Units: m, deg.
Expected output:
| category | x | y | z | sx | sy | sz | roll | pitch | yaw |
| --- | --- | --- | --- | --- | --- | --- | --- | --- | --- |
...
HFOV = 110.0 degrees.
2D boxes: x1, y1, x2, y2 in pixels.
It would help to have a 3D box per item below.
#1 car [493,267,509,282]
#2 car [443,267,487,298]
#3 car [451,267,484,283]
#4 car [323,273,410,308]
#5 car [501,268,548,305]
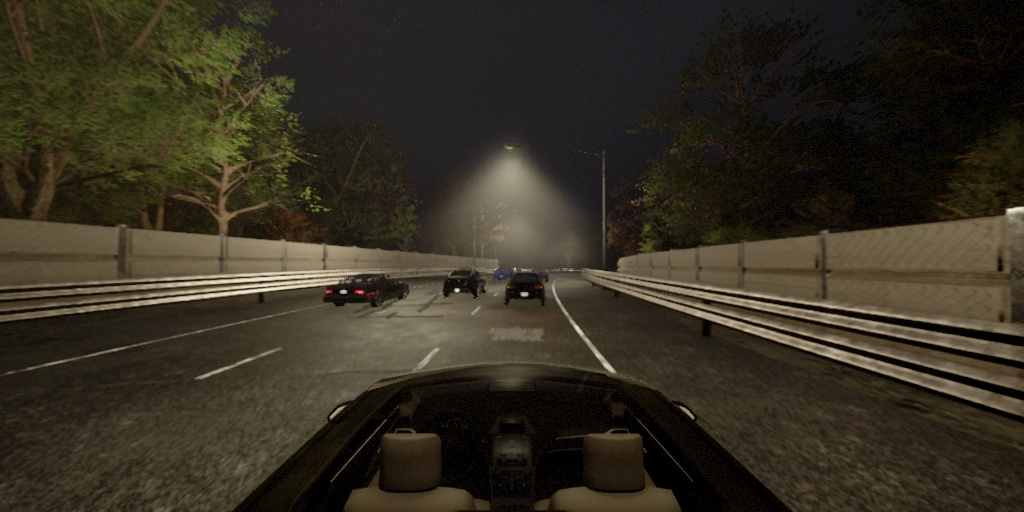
| category | x | y | z | sx | sy | sz | roll | pitch | yaw |
| --- | --- | --- | --- | --- | --- | --- | --- | --- | --- |
| car | -0.699 | 1.913 | 37.631 | 1.882 | 1.535 | 5.008 | 0 | -2 | 8 |
| car | -2.613 | 1.532 | 20.591 | 1.837 | 1.490 | 4.892 | 0 | -1 | 4 |
| car | -4.413 | 1.873 | 36.400 | 2.128 | 1.511 | 4.902 | 0 | -2 | 8 |
| car | -6.422 | 1.488 | 16.472 | 2.033 | 1.411 | 5.357 | 0 | -1 | 3 |
| car | 0.679 | 1.508 | 17.591 | 1.812 | 1.442 | 4.674 | 0 | -1 | 4 |
